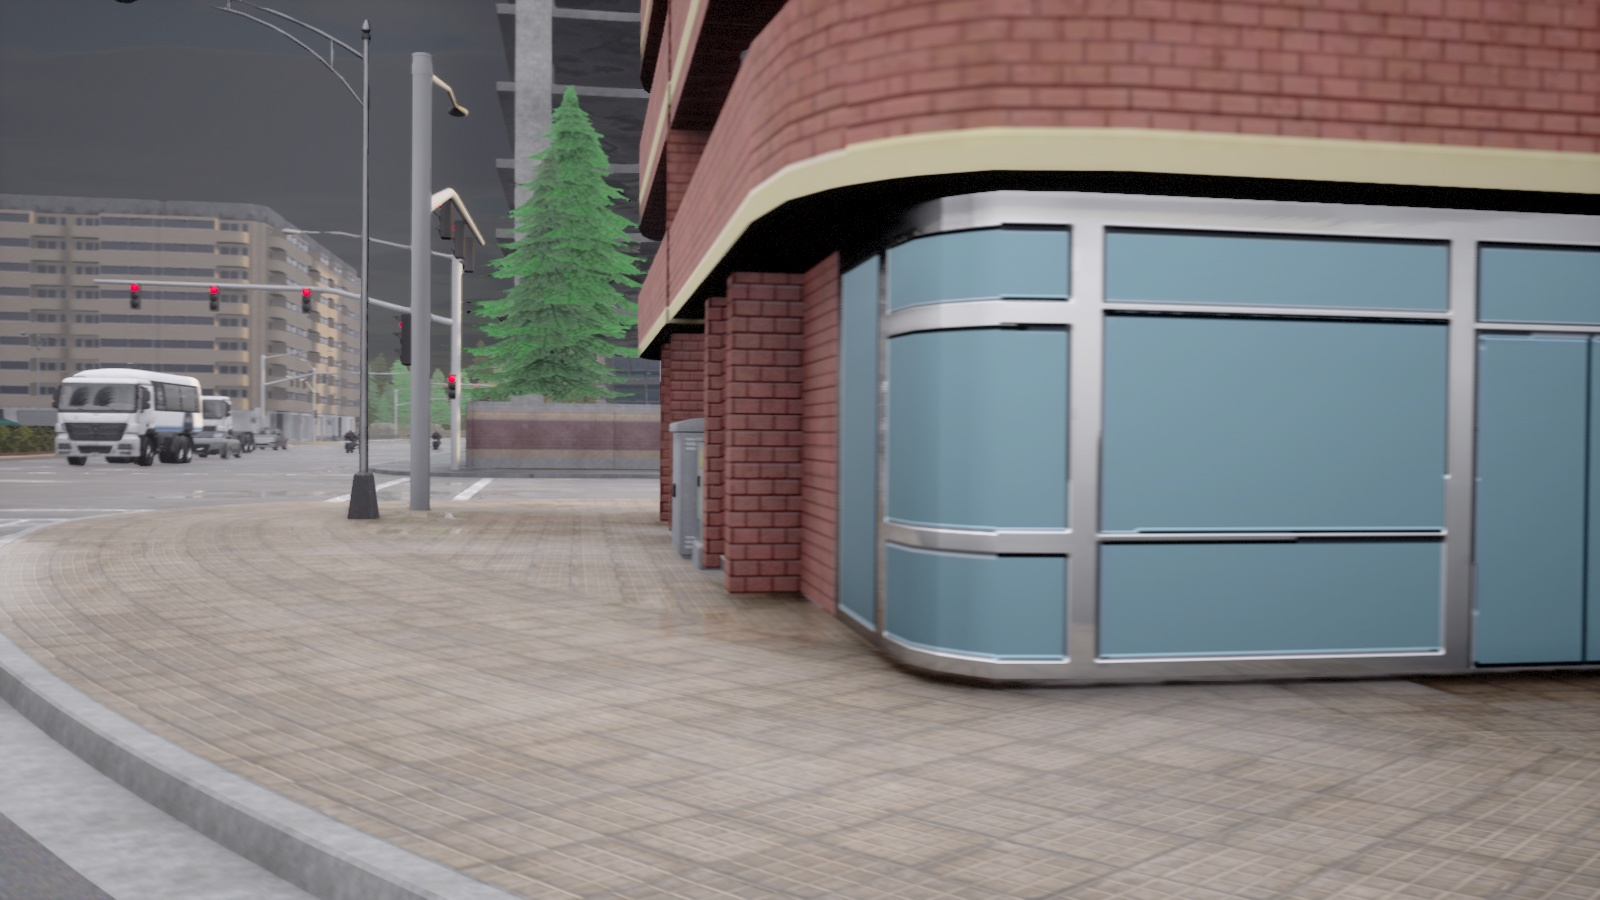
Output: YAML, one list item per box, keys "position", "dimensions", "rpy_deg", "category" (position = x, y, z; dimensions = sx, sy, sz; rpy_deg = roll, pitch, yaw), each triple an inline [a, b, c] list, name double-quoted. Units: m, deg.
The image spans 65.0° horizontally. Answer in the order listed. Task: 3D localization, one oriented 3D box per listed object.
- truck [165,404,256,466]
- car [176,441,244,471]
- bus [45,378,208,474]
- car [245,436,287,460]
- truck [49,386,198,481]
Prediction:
- position: [-34.669, -0.897, 74.231]
  dimensions: [2.891, 3.462, 7.936]
  rpy_deg: [-1, 1, -10]
  category: "truck"
- position: [-28.726, 0.264, 61.241]
  dimensions: [1.994, 1.385, 4.181]
  rpy_deg: [-1, 1, -10]
  category: "car"
- position: [-32.208, -1.140, 60.687]
  dimensions: [3.944, 4.253, 10.273]
  rpy_deg: [-1, 1, -10]
  category: "bus"
- position: [-37.028, -0.159, 87.188]
  dimensions: [1.851, 1.617, 3.988]
  rpy_deg: [-1, 1, -10]
  category: "car"
- position: [-26.684, -0.655, 50.013]
  dimensions: [2.891, 3.462, 7.936]
  rpy_deg: [-1, 1, -10]
  category: "truck"
